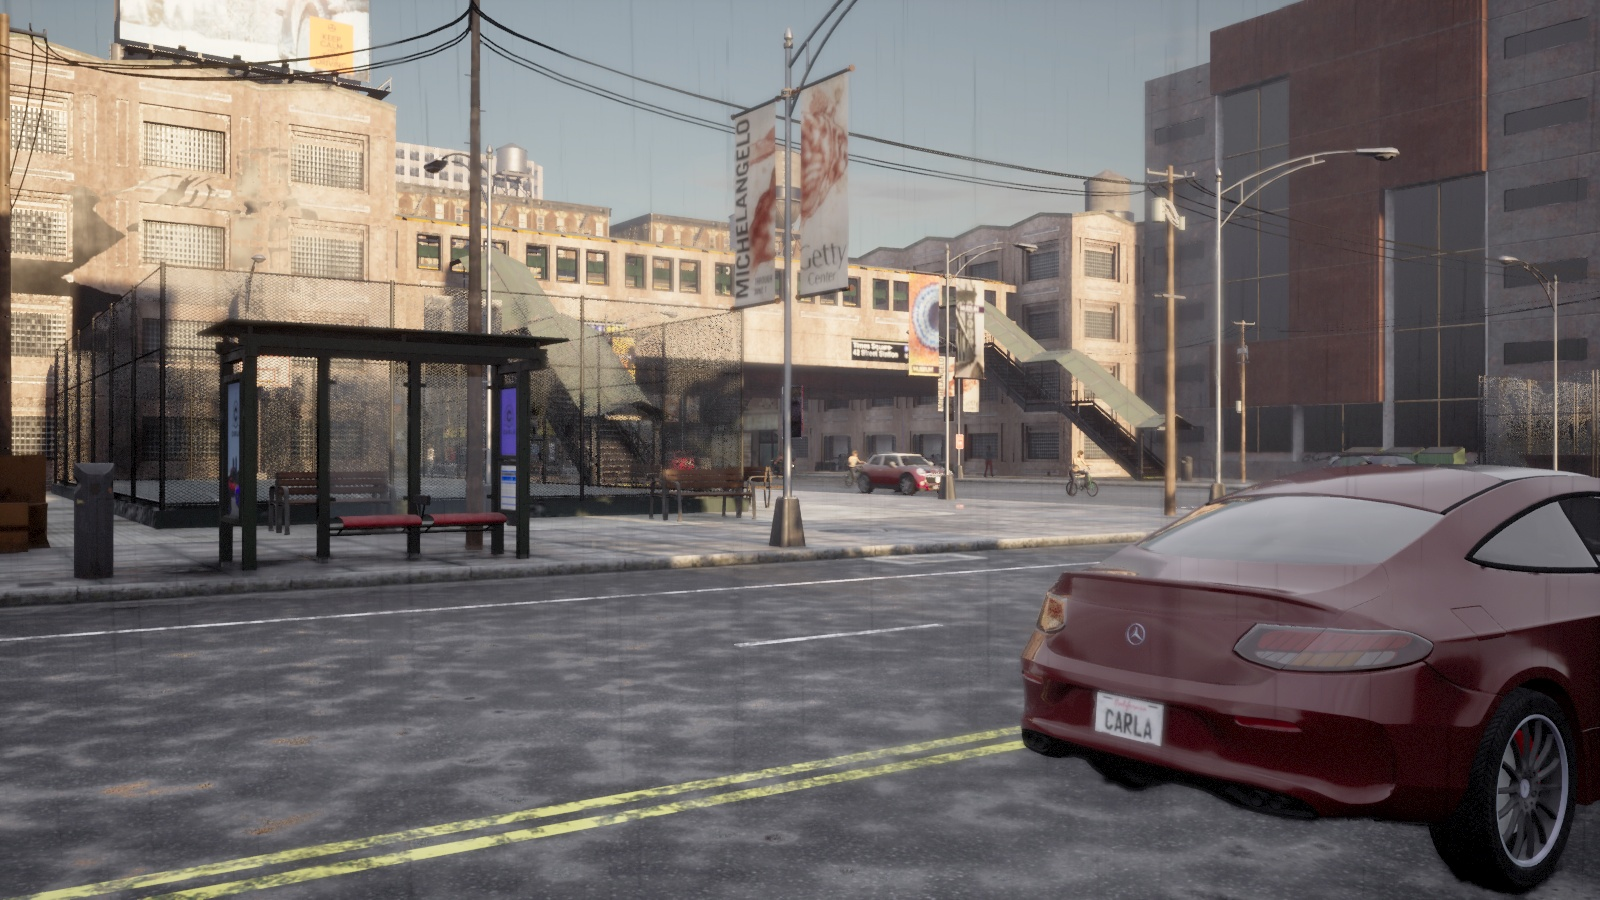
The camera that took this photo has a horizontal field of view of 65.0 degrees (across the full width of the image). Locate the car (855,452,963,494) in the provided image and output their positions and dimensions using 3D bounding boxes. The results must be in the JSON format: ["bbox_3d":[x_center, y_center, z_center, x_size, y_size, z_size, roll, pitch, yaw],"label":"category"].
[{"bbox_3d":[3.955,0.814,46.006,1.970,1.475,3.806,0,0,-34],"label":"car"}]

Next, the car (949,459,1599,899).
[{"bbox_3d":[3.046,0.778,5.767,4.674,1.442,1.812,0,0,-35],"label":"car"}]

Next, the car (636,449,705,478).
[{"bbox_3d":[-7.854,0.790,75.860,2.242,1.667,4.611,0,0,-34],"label":"car"}]

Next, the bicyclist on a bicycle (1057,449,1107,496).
[{"bbox_3d":[9.808,0.767,43.643,0.866,1.612,1.509,0,0,-35],"label":"bicyclist on a bicycle"}]

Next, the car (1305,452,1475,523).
[{"bbox_3d":[13.249,0.800,28.435,1.845,1.501,3.633,0,0,-6],"label":"car"}]

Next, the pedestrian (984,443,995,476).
[{"bbox_3d":[10.605,0.551,70.247,0.353,1.847,0.614,0,0,-21],"label":"pedestrian"}]
